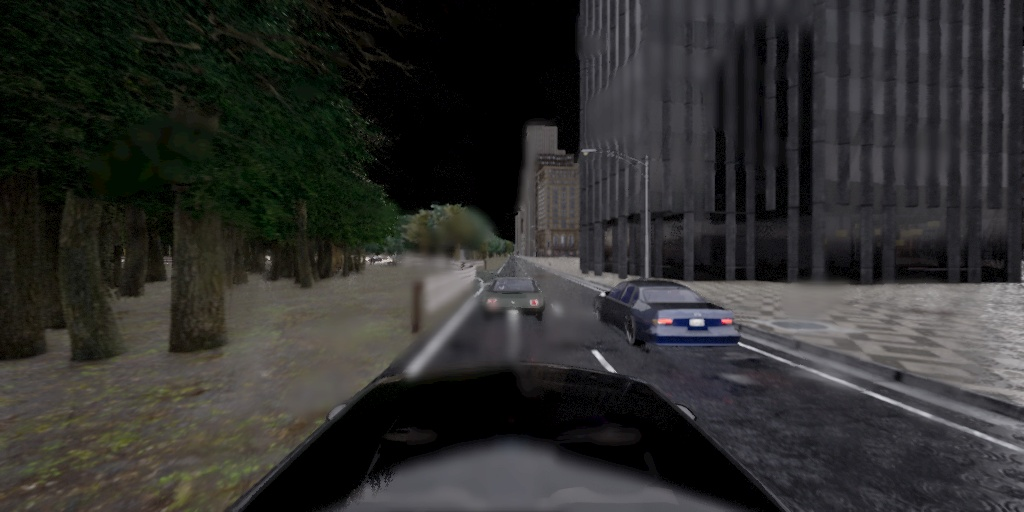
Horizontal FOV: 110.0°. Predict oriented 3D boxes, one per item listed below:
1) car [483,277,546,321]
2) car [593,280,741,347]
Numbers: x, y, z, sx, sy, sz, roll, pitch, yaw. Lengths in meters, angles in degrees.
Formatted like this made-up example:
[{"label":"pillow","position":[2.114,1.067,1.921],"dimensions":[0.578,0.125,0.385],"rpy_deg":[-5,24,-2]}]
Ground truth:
[{"label":"car","position":[0.084,1.397,12.637],"dimensions":[1.895,1.301,4.718],"rpy_deg":[0,0,0]},{"label":"car","position":[3.559,1.330,9.383],"dimensions":[2.033,1.411,5.357],"rpy_deg":[0,0,0]}]
